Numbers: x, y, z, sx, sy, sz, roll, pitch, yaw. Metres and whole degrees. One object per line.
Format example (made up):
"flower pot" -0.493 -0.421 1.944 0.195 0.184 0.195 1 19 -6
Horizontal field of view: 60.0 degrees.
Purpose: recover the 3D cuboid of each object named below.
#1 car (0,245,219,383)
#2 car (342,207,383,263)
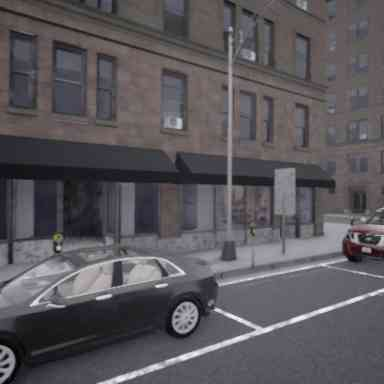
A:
"car" -1.581 1.564 5.059 4.403 1.369 2.008 1 0 -35
"car" 7.239 1.427 11.339 5.009 1.841 2.192 1 0 -35
